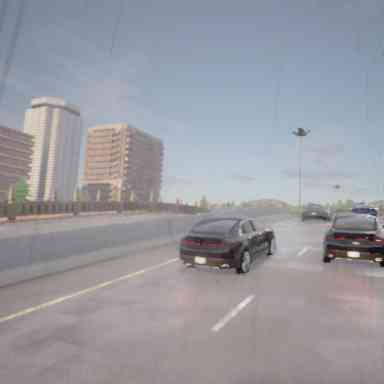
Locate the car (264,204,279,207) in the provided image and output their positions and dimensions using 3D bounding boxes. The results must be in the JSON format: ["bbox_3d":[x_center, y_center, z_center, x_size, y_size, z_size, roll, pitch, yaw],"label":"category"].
[{"bbox_3d":[9.986,2.278,42.210,2.097,1.767,4.553,0,-5,29],"label":"car"}]

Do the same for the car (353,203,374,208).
[{"bbox_3d":[14.166,1.690,27.447,1.882,1.535,5.008,0,-2,28],"label":"car"}]

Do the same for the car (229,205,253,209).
[{"bbox_3d":[7.207,2.485,44.420,2.128,1.511,4.902,0,-5,28],"label":"car"}]

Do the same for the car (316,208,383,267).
[{"bbox_3d":[5.742,1.523,11.631,1.837,1.490,4.892,0,0,28],"label":"car"}]

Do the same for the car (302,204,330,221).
[{"bbox_3d":[10.620,1.749,28.237,1.994,1.385,4.181,0,-2,28],"label":"car"}]

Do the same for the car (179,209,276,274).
[{"bbox_3d":[1.343,1.528,10.814,1.837,1.490,4.892,0,0,28],"label":"car"}]

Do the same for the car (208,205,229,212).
[{"bbox_3d":[3.910,2.489,45.682,1.812,1.442,4.674,0,-5,29],"label":"car"}]
